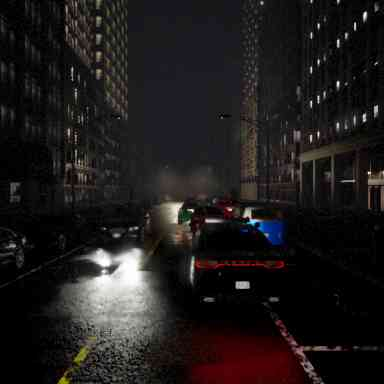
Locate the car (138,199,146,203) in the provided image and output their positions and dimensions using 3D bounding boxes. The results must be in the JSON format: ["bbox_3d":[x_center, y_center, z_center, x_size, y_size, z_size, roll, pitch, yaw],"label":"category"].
[{"bbox_3d":[-5.776,1.575,30.982,1.802,1.307,4.206,-1,0,0],"label":"car"}]

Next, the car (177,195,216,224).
[{"bbox_3d":[0.321,1.346,24.389,2.097,1.767,4.553,0,0,8],"label":"car"}]

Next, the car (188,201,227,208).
[{"bbox_3d":[0.854,1.474,18.294,1.882,1.535,5.008,0,0,0],"label":"car"}]

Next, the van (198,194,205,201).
[{"bbox_3d":[2.458,1.317,87.839,1.690,1.788,3.998,-1,0,0],"label":"van"}]

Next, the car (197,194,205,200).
[{"bbox_3d":[2.444,1.414,93.523,1.967,1.590,4.097,-1,0,0],"label":"car"}]

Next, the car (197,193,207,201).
[{"bbox_3d":[2.472,1.293,82.156,2.192,1.841,5.009,-1,0,0],"label":"car"}]

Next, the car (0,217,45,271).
[{"bbox_3d":[-5.718,1.549,8.247,2.008,1.369,4.403,-1,0,0],"label":"car"}]

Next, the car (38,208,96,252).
[{"bbox_3d":[-5.733,1.563,13.931,1.947,1.339,4.313,-1,0,0],"label":"car"}]

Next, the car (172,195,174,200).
[{"bbox_3d":[-5.906,1.504,81.964,1.752,1.417,4.829,-1,0,0],"label":"car"}]

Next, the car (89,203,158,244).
[{"bbox_3d":[-3.041,1.488,15.860,2.128,1.511,4.902,0,0,0],"label":"car"}]

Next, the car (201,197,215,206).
[{"bbox_3d":[2.546,1.538,53.737,2.008,1.369,4.403,-1,0,0],"label":"car"}]

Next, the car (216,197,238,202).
[{"bbox_3d":[2.616,1.309,25.319,2.192,1.841,5.009,-1,0,0],"label":"car"}]

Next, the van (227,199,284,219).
[{"bbox_3d":[2.646,1.338,13.952,1.690,1.788,3.998,-1,0,0],"label":"van"}]

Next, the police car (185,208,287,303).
[{"bbox_3d":[0.879,1.423,8.403,1.930,1.638,5.238,0,0,0],"label":"police car"}]

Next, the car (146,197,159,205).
[{"bbox_3d":[-5.805,1.541,42.349,2.008,1.369,4.403,-1,0,0],"label":"car"}]

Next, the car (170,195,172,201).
[{"bbox_3d":[-5.879,1.422,70.767,1.967,1.590,4.097,-1,0,0],"label":"car"}]

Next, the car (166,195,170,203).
[{"bbox_3d":[-5.863,1.566,65.083,1.802,1.307,4.206,-1,0,0],"label":"car"}]

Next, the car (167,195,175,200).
[{"bbox_3d":[-5.936,1.540,93.502,1.947,1.339,4.313,-1,0,0],"label":"car"}]

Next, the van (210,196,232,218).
[{"bbox_3d":[2.602,1.334,31.003,1.690,1.788,3.998,-1,0,0],"label":"van"}]

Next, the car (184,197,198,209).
[{"bbox_3d":[-0.093,1.515,46.318,1.812,1.442,4.674,0,0,0],"label":"car"}]

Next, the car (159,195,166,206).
[{"bbox_3d":[-5.834,1.538,53.716,2.008,1.369,4.403,-1,0,0],"label":"car"}]
